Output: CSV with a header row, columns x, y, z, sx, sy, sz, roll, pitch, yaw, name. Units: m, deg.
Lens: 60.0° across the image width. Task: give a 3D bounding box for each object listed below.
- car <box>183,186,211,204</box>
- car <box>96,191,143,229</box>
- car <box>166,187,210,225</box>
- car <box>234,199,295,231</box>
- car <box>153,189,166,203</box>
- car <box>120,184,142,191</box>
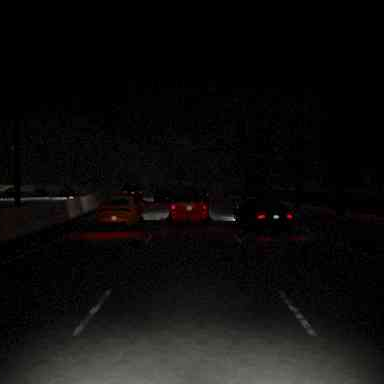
x,y,z,sx,sy,sz,roll,pitch,yaw,name
0.436,0.239,36.554,2.097,1.767,4.553,0,2,-13,car
-3.669,0.945,17.390,1.882,1.535,5.008,0,2,-4,car
-0.290,0.776,18.840,2.097,1.767,4.553,0,2,-4,car
3.423,1.039,16.634,2.033,1.411,5.357,0,2,-3,car
-3.227,0.369,36.830,2.128,1.511,4.902,0,2,-14,car
-6.605,0.119,36.150,2.150,2.045,5.566,0,2,-14,car
